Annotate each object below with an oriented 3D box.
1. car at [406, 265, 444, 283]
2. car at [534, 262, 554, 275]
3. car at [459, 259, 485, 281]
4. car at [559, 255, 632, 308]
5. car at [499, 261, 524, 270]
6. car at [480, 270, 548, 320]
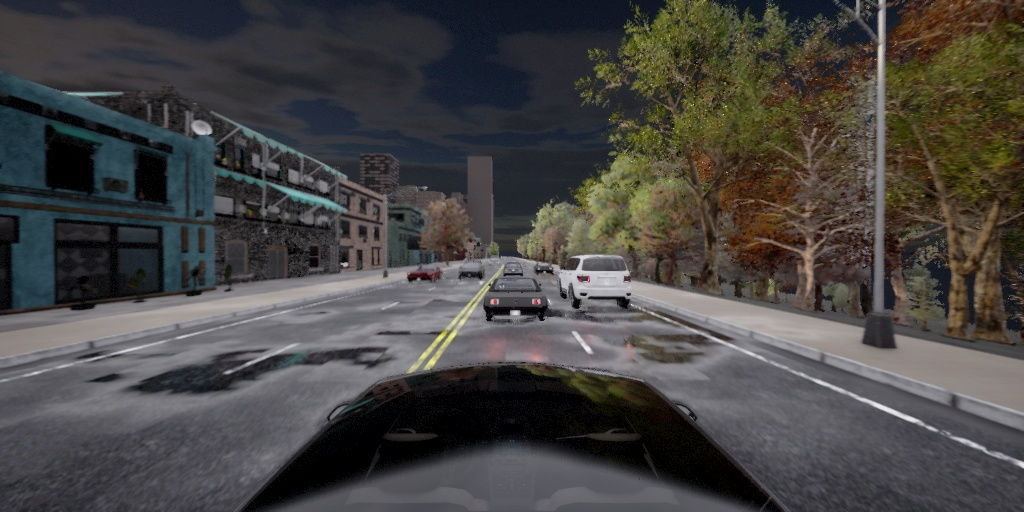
[{"bbox_3d":[-6.592,1.347,27.572,1.895,1.301,4.718,0,0,0],"label":"car"},{"bbox_3d":[3.360,1.344,38.964,1.895,1.301,4.718,0,0,0],"label":"car"},{"bbox_3d":[-3.339,1.223,30.539,1.882,1.535,5.008,0,0,0],"label":"car"},{"bbox_3d":[3.354,0.969,15.342,2.150,2.045,5.566,0,0,0],"label":"car"},{"bbox_3d":[0.110,1.292,33.459,2.033,1.411,5.357,0,0,0],"label":"car"},{"bbox_3d":[0.103,1.349,12.550,1.895,1.301,4.718,0,0,0],"label":"car"}]
